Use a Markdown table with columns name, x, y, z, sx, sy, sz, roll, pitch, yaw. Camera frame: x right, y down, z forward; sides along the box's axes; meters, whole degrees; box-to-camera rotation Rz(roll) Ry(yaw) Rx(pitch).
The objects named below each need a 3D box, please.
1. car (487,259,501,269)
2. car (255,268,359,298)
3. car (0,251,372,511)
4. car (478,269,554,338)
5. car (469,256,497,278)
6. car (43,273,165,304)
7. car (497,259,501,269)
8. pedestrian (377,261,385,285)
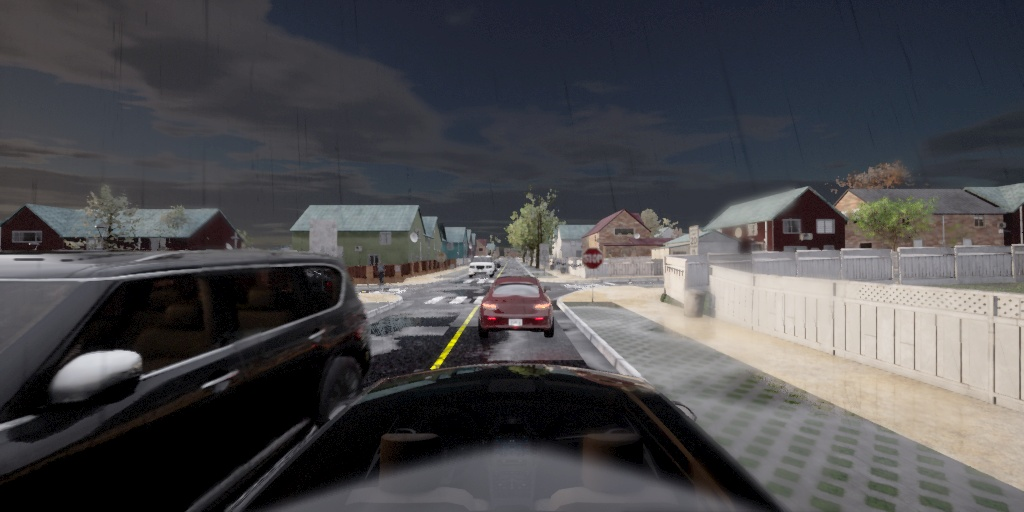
| name | x | y | z | sx | sy | sz | roll | pitch | yaw |
| --- | --- | --- | --- | --- | --- | --- | --- | --- | --- |
| car | -2.810 | 1.225 | 57.408 | 1.882 | 1.535 | 5.008 | 0 | 1 | 0 |
| car | -11.712 | 1.513 | 20.755 | 4.892 | 1.490 | 1.837 | -2 | -1 | -2 |
| car | -2.850 | 0.971 | 2.336 | 2.150 | 2.045 | 5.566 | 0 | 0 | 0 |
| car | 0.138 | 1.278 | 10.123 | 1.812 | 1.442 | 4.674 | 0 | 0 | 2 |
| car | -2.819 | 0.973 | 34.363 | 2.150 | 2.045 | 5.566 | 0 | 0 | 0 |
| car | -23.311 | 1.832 | 20.605 | 4.892 | 1.490 | 1.837 | -2 | -1 | 0 |
| car | -2.823 | 1.242 | 45.122 | 2.128 | 1.511 | 4.902 | 0 | 0 | 0 |
| pedestrian | -9.680 | 1.212 | 26.548 | 0.375 | 1.860 | 0.375 | 0 | 0 | 0 |
